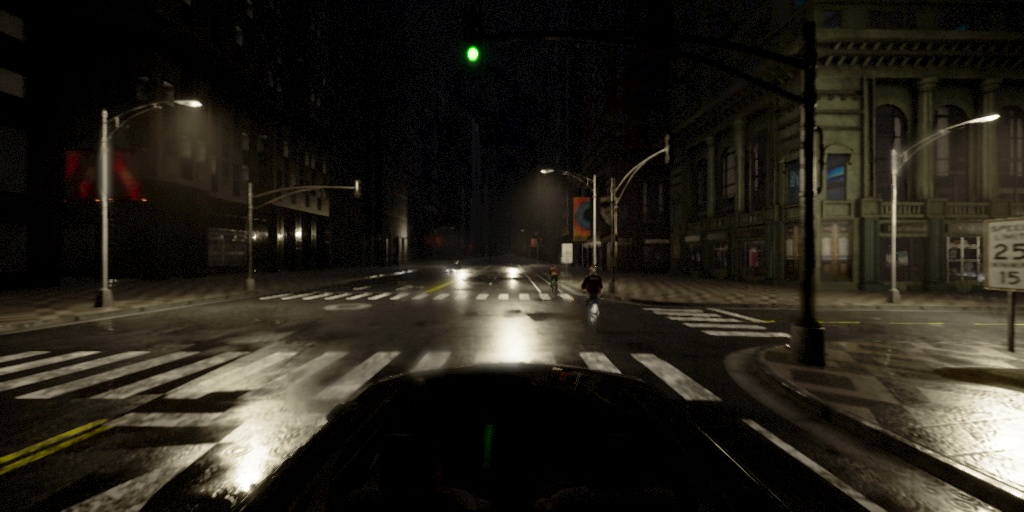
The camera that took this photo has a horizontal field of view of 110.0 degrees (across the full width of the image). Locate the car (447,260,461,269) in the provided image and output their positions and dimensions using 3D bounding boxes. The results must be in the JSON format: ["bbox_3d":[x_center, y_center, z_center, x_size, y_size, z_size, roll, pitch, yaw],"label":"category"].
[{"bbox_3d":[-9.734,1.452,60.580,2.128,1.511,4.902,0,0,0],"label":"car"}]

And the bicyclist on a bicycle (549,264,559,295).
[{"bbox_3d":[2.260,1.280,19.276,0.582,1.620,1.656,0,-1,0],"label":"bicyclist on a bicycle"}]

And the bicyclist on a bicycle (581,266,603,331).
[{"bbox_3d":[2.278,1.178,10.379,0.659,1.776,1.843,1,0,0],"label":"bicyclist on a bicycle"}]
